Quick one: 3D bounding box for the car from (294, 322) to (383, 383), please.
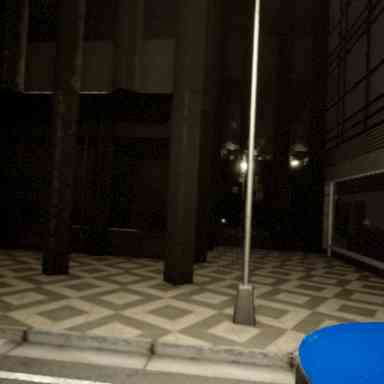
[{"bbox_3d":[3.480,1.746,2.847,5.008,1.535,1.882,2,-2,7],"label":"car"}]
